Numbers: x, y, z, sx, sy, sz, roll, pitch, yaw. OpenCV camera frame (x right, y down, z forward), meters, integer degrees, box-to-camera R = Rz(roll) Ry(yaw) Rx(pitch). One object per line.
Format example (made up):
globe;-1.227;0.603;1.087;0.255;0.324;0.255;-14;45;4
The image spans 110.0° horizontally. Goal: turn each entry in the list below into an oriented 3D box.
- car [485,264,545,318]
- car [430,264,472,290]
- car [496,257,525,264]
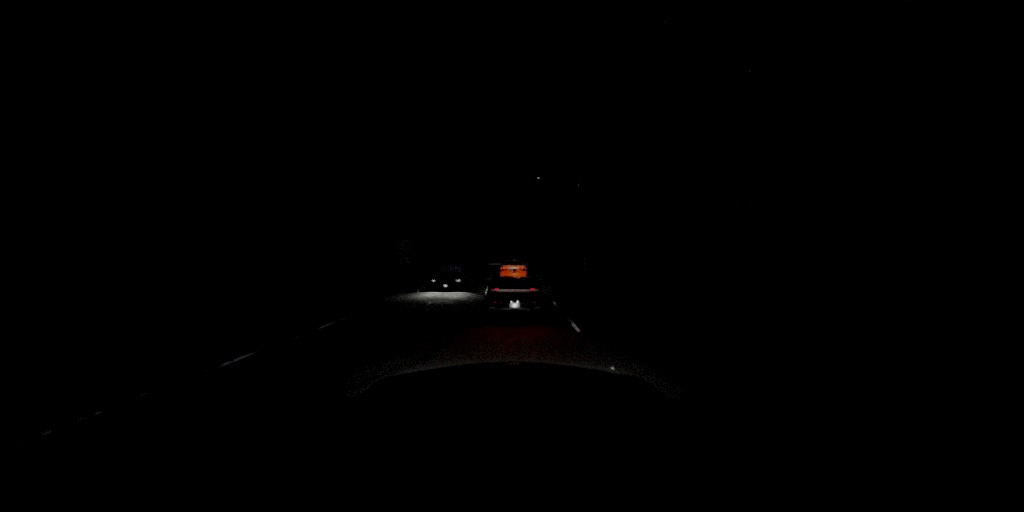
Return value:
car;0.088;1.198;12.775;2.128;1.511;4.902;0;0;0
car;-3.561;1.213;21.893;2.033;1.411;5.357;0;0;0
car;0.218;0.989;27.949;2.097;1.767;4.553;0;0;3
